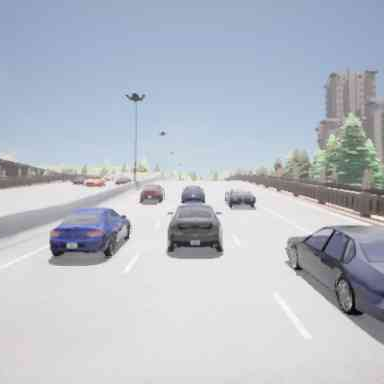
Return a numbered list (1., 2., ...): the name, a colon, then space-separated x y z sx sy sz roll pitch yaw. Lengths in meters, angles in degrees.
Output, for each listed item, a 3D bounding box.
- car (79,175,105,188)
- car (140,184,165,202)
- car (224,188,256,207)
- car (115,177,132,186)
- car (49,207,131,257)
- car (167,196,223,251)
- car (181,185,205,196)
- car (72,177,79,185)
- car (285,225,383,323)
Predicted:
1. car: -14.067 -1.616 48.040 2.097 1.767 4.553 0 4 0
2. car: -3.394 0.040 28.999 1.812 1.442 4.674 0 4 0
3. car: 3.605 0.374 25.681 1.895 1.301 4.718 0 4 0
4. car: -10.561 -1.669 51.432 1.994 1.385 4.181 0 4 0
5. car: -3.398 1.251 11.715 1.812 1.442 4.674 0 3 0
6. car: 0.102 1.187 12.660 1.837 1.490 4.892 0 3 0
7. car: 0.106 0.114 28.542 1.994 1.385 4.181 0 4 0
8. car: -17.544 -1.789 52.981 1.994 1.385 4.181 0 4 0
9. car: 3.601 1.440 7.231 2.033 1.411 5.357 0 2 0
